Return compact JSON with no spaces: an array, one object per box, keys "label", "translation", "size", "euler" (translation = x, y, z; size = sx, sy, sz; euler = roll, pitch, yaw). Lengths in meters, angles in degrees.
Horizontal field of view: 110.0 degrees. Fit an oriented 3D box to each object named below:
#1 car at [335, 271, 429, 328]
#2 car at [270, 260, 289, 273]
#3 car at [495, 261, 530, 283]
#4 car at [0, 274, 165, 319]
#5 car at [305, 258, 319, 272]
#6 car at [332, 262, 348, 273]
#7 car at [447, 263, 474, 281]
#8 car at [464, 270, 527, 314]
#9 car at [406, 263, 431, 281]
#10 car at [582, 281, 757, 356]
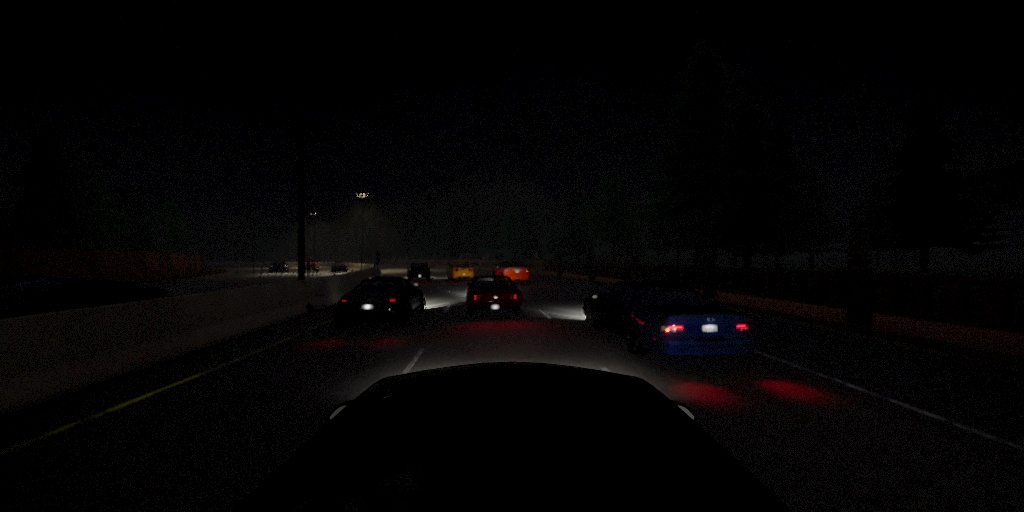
[{"label":"car","translation":[-4.118,1.364,11.763],"size":[1.994,1.385,4.181],"euler":[0,0,-5]},{"label":"car","translation":[-32.027,1.394,49.383],"size":[2.097,1.767,4.553],"euler":[0,0,-32]},{"label":"car","translation":[-0.113,1.187,28.567],"size":[2.097,1.767,4.553],"euler":[0,0,-14]},{"label":"car","translation":[-11.012,1.298,8.481],"size":[1.882,1.535,5.008],"euler":[0,0,-5]},{"label":"car","translation":[-28.976,1.252,51.189],"size":[2.150,2.045,5.566],"euler":[0,0,-32]},{"label":"car","translation":[-23.663,1.552,49.165],"size":[2.033,1.411,5.357],"euler":[0,0,-29]},{"label":"car","translation":[-4.611,1.342,31.721],"size":[1.882,1.535,5.008],"euler":[0,0,-16]},{"label":"car","translation":[-0.819,1.393,13.997],"size":[1.895,1.301,4.718],"euler":[0,0,-7]},{"label":"car","translation":[-8.197,1.385,31.503],"size":[1.837,1.490,4.892],"euler":[0,0,-17]},{"label":"car","translation":[3.237,1.305,8.694],"size":[2.033,1.411,5.357],"euler":[0,0,-4]}]
